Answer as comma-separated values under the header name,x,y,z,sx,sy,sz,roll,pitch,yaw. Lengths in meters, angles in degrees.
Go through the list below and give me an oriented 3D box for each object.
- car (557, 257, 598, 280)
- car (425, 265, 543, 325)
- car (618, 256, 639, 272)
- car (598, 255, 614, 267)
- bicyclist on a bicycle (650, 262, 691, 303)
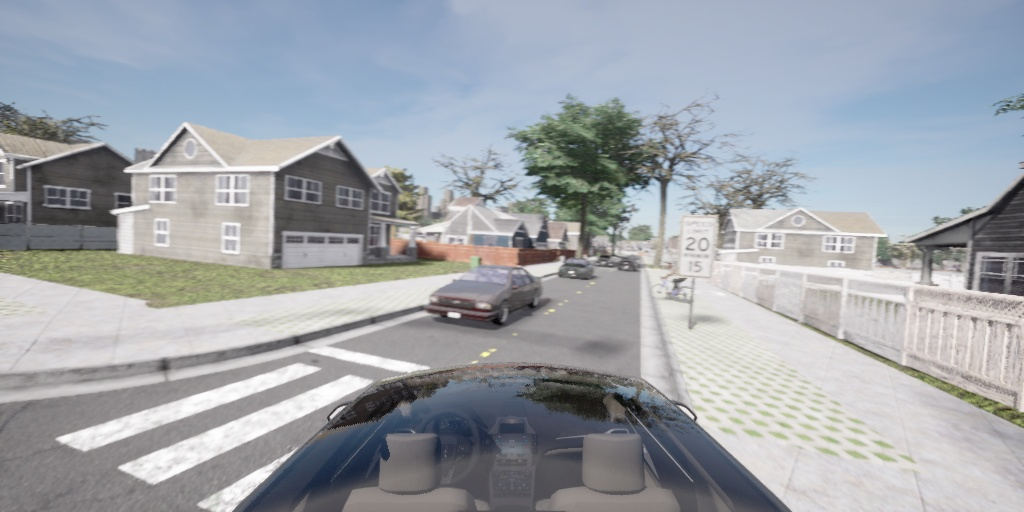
name,x,y,z,sx,sy,sz,roll,pitch,yaw
car,4.496,0.839,24.892,1.994,1.385,4.181,4,2,20
car,-0.470,0.994,11.052,2.033,1.411,5.357,4,2,20
car,12.388,0.810,38.329,1.837,1.490,4.892,4,2,20
car,11.381,0.579,43.801,1.837,1.490,4.892,4,2,20
bicyclist on a bicycle,6.528,1.070,14.549,1.656,1.620,0.582,5,2,20
